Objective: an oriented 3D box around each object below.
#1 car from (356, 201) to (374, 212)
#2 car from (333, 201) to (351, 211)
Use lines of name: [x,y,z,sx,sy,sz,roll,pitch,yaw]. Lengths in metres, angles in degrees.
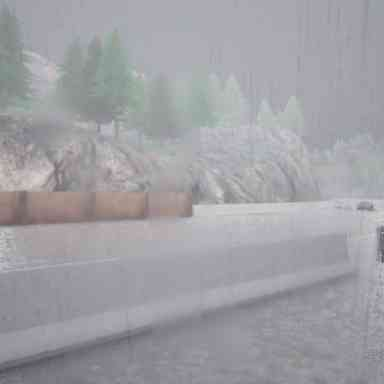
car: [25.976,2.161,49.793,1.837,1.490,4.892,0,-1,37]
car: [23.914,2.190,52.843,1.812,1.442,4.674,0,-1,37]
